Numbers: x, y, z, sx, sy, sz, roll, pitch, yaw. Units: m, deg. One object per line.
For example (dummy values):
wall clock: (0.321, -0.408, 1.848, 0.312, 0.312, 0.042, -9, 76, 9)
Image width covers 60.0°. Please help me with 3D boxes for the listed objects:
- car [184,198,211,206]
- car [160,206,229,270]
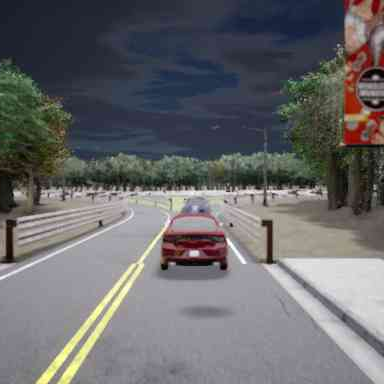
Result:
car: (0.415, 1.227, 26.329, 2.097, 1.767, 4.553, 0, 0, 4)
car: (0.060, 1.426, 10.909, 1.882, 1.535, 5.008, 0, 0, 0)
